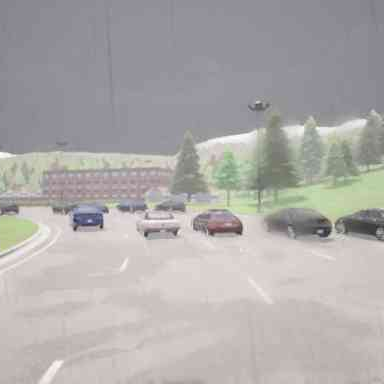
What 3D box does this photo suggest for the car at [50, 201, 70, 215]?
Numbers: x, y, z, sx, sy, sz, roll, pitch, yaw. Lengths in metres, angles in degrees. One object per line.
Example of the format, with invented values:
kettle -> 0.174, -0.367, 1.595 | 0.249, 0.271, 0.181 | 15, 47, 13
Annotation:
car -> -14.527, 1.848, 38.189 | 4.892, 1.490, 1.837 | 0, 0, 43

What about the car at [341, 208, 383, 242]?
car -> 9.166, 1.541, 16.563 | 1.837, 1.490, 4.892 | 1, 0, -11

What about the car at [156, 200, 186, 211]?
car -> -2.729, 1.781, 41.328 | 1.837, 1.490, 4.892 | 0, 0, -41

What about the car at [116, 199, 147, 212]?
car -> -7.520, 1.661, 41.356 | 2.097, 1.767, 4.553 | 0, 0, -43

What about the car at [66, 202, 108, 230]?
car -> -7.325, 1.672, 22.865 | 1.882, 1.535, 5.008 | 0, -1, -24

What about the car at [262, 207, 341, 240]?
car -> 5.388, 1.576, 17.693 | 1.837, 1.490, 4.892 | 1, 0, -12

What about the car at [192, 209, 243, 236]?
car -> 1.355, 1.673, 19.282 | 1.994, 1.385, 4.181 | 0, 0, -16

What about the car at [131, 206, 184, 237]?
car -> -2.127, 1.735, 19.213 | 1.895, 1.301, 4.718 | 0, 0, -17

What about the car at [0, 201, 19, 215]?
car -> -22.712, 1.916, 39.912 | 4.892, 1.490, 1.837 | -1, -1, 32
